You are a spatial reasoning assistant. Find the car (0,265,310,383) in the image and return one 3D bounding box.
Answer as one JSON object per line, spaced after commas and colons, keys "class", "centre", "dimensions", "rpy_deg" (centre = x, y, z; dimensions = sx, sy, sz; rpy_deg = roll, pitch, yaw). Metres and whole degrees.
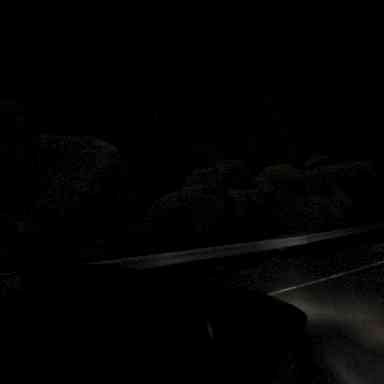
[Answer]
{"class": "car", "centre": [-0.919, 1.484, 3.170], "dimensions": [5.008, 1.535, 1.882], "rpy_deg": [0, 0, -36]}
